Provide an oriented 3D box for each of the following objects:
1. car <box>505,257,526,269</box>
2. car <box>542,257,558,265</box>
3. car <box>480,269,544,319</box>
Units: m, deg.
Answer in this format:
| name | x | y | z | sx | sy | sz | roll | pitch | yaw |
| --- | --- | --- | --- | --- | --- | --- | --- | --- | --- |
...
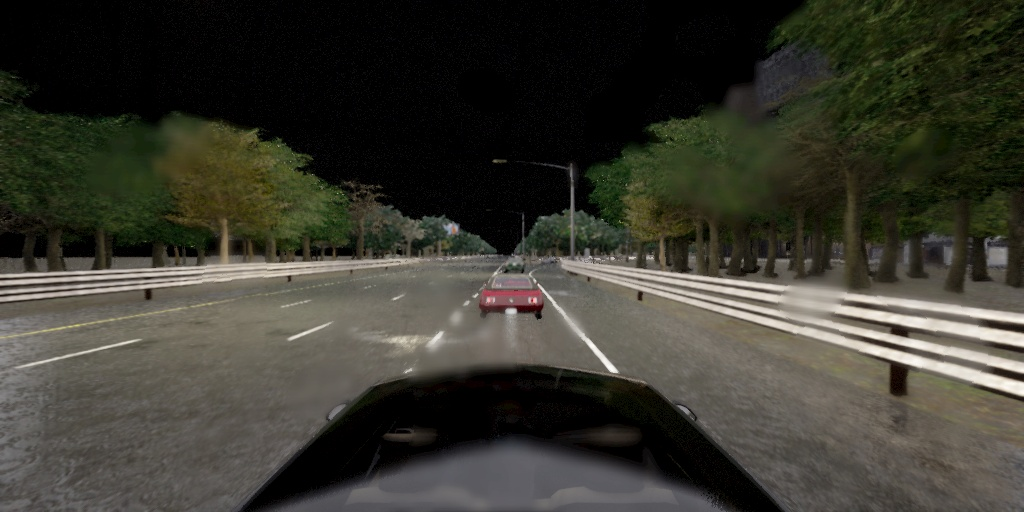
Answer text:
| name | x | y | z | sx | sy | sz | roll | pitch | yaw |
| --- | --- | --- | --- | --- | --- | --- | --- | --- | --- |
| car | 0.461 | 0.898 | 39.436 | 2.097 | 1.767 | 4.553 | 0 | 0 | 5 |
| car | 6.797 | 0.895 | 64.570 | 2.128 | 1.511 | 4.902 | 0 | 0 | 23 |
| car | -0.006 | 1.292 | 12.526 | 1.895 | 1.301 | 4.718 | 0 | 0 | 0 |
